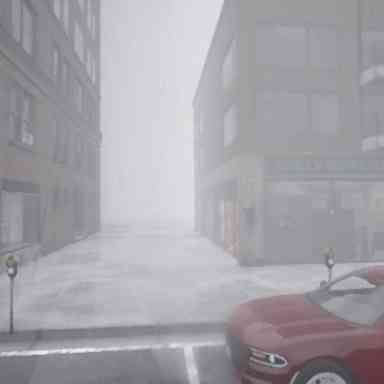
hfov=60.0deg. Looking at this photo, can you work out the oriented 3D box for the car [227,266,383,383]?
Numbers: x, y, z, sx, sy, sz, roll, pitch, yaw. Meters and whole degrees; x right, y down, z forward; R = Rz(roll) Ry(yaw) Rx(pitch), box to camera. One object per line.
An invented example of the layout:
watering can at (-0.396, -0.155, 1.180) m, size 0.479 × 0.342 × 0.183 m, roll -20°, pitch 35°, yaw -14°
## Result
car at (2.684, 1.667, 4.247) m, size 4.507 × 1.381 × 1.887 m, roll 0°, pitch -2°, yaw -5°
